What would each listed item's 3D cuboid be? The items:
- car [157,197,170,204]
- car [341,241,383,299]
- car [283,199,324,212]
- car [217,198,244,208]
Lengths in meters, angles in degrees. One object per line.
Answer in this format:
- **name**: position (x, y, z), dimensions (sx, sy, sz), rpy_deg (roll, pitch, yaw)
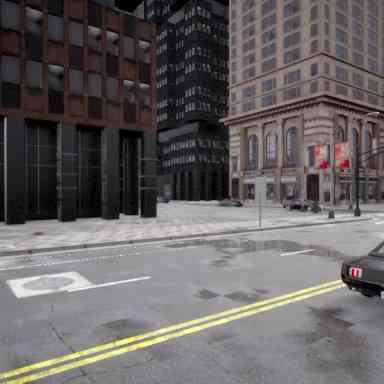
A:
- **car**: position (-6.358, 1.613, 65.409), dimensions (2.033, 1.411, 5.357), rpy_deg (0, 0, -35)
- **car**: position (5.383, 1.600, 7.284), dimensions (4.718, 1.301, 1.895), rpy_deg (0, 0, -35)
- **car**: position (12.744, 1.516, 38.244), dimensions (2.128, 1.511, 4.902), rpy_deg (0, 0, -35)
- **car**: position (5.561, 1.602, 48.405), dimensions (1.994, 1.385, 4.181), rpy_deg (0, 0, -35)
